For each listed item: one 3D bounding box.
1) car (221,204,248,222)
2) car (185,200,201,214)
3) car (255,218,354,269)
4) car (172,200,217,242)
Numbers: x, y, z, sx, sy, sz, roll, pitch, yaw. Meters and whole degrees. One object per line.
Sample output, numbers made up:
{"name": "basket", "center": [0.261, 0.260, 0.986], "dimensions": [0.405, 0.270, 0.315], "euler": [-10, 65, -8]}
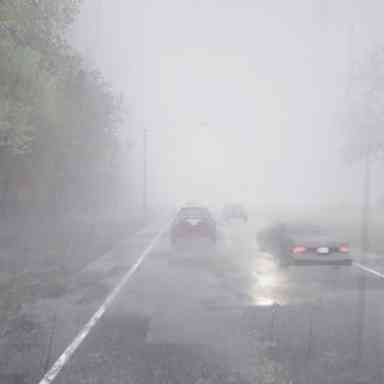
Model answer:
{"name": "car", "center": [3.562, 1.716, 28.509], "dimensions": [2.033, 1.411, 5.357], "euler": [0, 0, 0]}
{"name": "car", "center": [0.090, 1.734, 39.685], "dimensions": [1.837, 1.490, 4.892], "euler": [0, 0, 0]}
{"name": "car", "center": [3.510, 1.616, 11.412], "dimensions": [2.033, 1.411, 5.357], "euler": [0, 0, 0]}
{"name": "car", "center": [0.096, 1.454, 17.260], "dimensions": [2.097, 1.767, 4.553], "euler": [0, 0, 0]}
